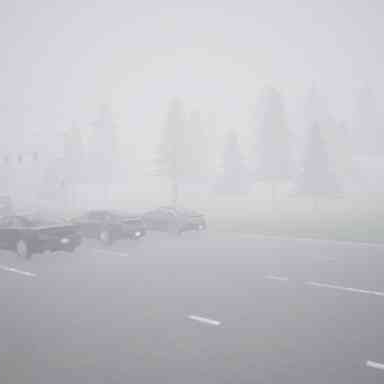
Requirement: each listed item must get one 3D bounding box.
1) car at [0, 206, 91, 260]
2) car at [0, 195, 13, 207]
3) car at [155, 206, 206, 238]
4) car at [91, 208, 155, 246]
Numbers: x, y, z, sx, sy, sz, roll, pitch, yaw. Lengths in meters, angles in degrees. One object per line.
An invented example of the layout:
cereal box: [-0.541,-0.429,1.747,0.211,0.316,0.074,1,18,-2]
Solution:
car: [-6.349,1.520,12.800,5.008,1.535,1.882,0,0,36]
car: [-18.295,1.329,29.912,5.566,2.045,2.150,0,0,35]
car: [-1.530,1.530,17.958,4.902,1.511,2.128,0,0,36]
car: [-4.290,1.547,15.629,4.892,1.490,1.837,0,0,36]
